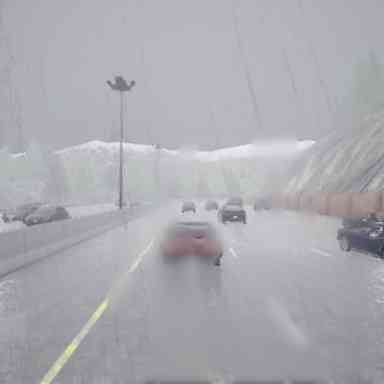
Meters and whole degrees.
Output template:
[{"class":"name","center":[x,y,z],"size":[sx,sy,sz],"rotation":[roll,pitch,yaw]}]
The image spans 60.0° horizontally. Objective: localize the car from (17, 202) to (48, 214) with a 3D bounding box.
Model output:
[{"class":"car","center":[-21.600,2.071,45.197],"size":[1.837,1.490,4.892],"rotation":[0,-1,-1]}]

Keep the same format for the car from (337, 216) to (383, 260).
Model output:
[{"class":"car","center":[7.015,1.742,11.777],"size":[1.895,1.301,4.718],"rotation":[0,-1,-1]}]

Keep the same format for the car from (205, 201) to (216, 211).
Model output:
[{"class":"car","center":[3.024,2.123,51.086],"size":[1.837,1.490,4.892],"rotation":[0,-1,-1]}]

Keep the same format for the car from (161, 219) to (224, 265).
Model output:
[{"class":"car","center":[-0.024,1.751,12.222],"size":[1.895,1.301,4.718],"rotation":[0,-1,-1]}]

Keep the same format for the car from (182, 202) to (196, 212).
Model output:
[{"class":"car","center":[-0.430,2.122,47.048],"size":[2.033,1.411,5.357],"rotation":[0,-1,-1]}]

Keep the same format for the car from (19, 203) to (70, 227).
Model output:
[{"class":"car","center":[-10.874,1.822,25.395],"size":[1.837,1.490,4.892],"rotation":[0,-1,-1]}]

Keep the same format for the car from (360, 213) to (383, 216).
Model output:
[{"class":"car","center":[10.407,1.826,18.864],"size":[1.895,1.301,4.718],"rotation":[0,-1,-1]}]

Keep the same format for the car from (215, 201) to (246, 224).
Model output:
[{"class":"car","center":[3.297,1.818,27.998],"size":[1.882,1.535,5.008],"rotation":[0,-1,-1]}]

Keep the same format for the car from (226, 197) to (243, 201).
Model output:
[{"class":"car","center":[6.526,1.830,50.938],"size":[2.150,2.045,5.566],"rotation":[0,-2,-1]}]

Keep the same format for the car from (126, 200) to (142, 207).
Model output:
[{"class":"car","center":[-11.262,2.347,66.605],"size":[2.033,1.411,5.357],"rotation":[0,-1,-1]}]

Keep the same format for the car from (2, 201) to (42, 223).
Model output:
[{"class":"car","center":[-14.414,1.853,28.832],"size":[2.128,1.511,4.902],"rotation":[0,-1,-1]}]

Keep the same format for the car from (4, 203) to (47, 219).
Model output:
[{"class":"car","center":[-18.003,2.001,36.259],"size":[2.033,1.411,5.357],"rotation":[0,-1,-1]}]

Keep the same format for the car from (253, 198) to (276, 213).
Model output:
[{"class":"car","center":[10.080,1.782,46.390],"size":[2.150,2.045,5.566],"rotation":[0,-1,-1]}]

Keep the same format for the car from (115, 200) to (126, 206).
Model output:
[{"class":"car","center":[-14.801,2.336,70.019],"size":[1.994,1.385,4.181],"rotation":[0,-1,-1]}]
